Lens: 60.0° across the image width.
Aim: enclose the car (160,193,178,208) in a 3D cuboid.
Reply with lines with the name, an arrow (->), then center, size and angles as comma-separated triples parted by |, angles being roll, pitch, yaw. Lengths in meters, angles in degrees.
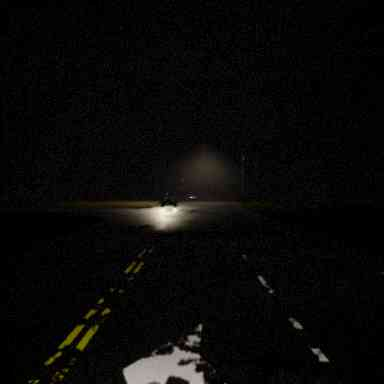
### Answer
car -> -3.200, 1.143, 47.237 | 2.150, 2.045, 5.566 | 0, 1, 0
